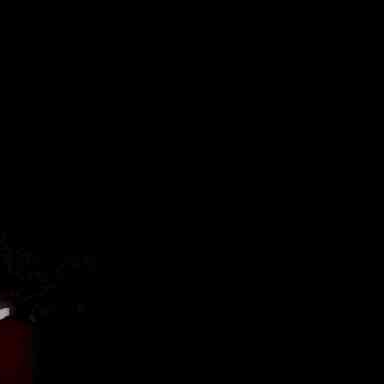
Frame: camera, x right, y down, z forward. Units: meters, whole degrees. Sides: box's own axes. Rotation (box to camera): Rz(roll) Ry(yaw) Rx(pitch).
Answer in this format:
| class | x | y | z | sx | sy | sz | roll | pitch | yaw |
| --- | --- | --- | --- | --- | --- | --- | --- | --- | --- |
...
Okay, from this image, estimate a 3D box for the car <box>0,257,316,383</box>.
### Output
| class | x | y | z | sx | sy | sz | roll | pitch | yaw |
| --- | --- | --- | --- | --- | --- | --- | --- | --- | --- |
| car | -0.989 | 1.548 | 3.783 | 4.507 | 1.381 | 1.887 | 0 | 0 | 36 |
